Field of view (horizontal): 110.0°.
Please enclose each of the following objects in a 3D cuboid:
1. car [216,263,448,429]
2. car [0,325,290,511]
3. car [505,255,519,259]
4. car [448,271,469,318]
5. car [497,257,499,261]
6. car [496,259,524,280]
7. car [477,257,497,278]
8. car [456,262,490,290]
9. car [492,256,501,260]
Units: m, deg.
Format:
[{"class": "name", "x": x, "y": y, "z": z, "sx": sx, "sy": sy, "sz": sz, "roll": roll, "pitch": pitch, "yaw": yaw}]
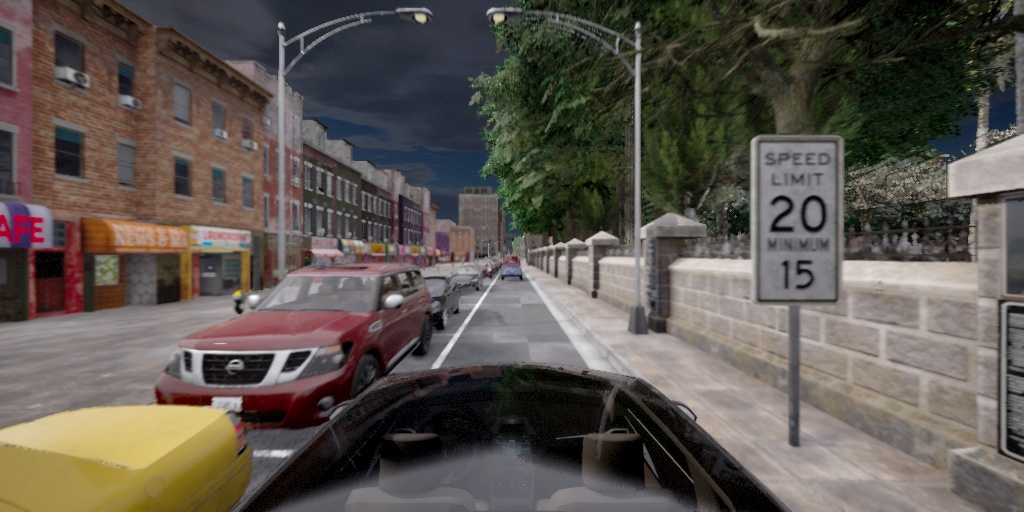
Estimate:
[{"class": "car", "x": -2.655, "y": 1.059, "z": 5.860, "sx": 2.192, "sy": 1.841, "sz": 5.009, "roll": 0, "pitch": 0, "yaw": 0}, {"class": "car", "x": -2.652, "y": 1.277, "z": 0.422, "sx": 1.751, "sy": 1.417, "sz": 4.829, "roll": 0, "pitch": 0, "yaw": 0}, {"class": "car", "x": 0.060, "y": 0.913, "z": 46.621, "sx": 2.150, "sy": 2.045, "sz": 5.566, "roll": 0, "pitch": 0, "yaw": 0}, {"class": "car", "x": -2.653, "y": 1.302, "z": 11.130, "sx": 1.948, "sy": 1.339, "sz": 4.313, "roll": 0, "pitch": 0, "yaw": 0}, {"class": "car", "x": -2.644, "y": 1.141, "z": 37.481, "sx": 1.967, "sy": 1.591, "sz": 4.097, "roll": 0, "pitch": 0, "yaw": 0}, {"class": "car", "x": 0.006, "y": 1.258, "z": 30.668, "sx": 2.033, "sy": 1.411, "sz": 5.357, "roll": 0, "pitch": 0, "yaw": 0}, {"class": "car", "x": -2.646, "y": 1.148, "z": 32.210, "sx": 1.967, "sy": 1.591, "sz": 4.097, "roll": 0, "pitch": 0, "yaw": 0}, {"class": "car", "x": -2.650, "y": 1.273, "z": 21.670, "sx": 2.007, "sy": 1.370, "sz": 4.403, "roll": 0, "pitch": 0, "yaw": 0}, {"class": "car", "x": -2.642, "y": 1.009, "z": 42.752, "sx": 2.192, "sy": 1.841, "sz": 5.009, "roll": 0, "pitch": 0, "yaw": 0}]
